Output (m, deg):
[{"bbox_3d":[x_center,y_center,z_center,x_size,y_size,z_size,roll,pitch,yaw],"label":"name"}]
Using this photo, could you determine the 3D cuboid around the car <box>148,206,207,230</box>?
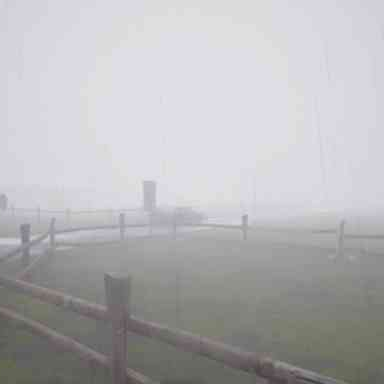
[{"bbox_3d":[-0.859,1.735,23.019,1.882,1.535,5.008,-1,-1,35],"label":"car"}]

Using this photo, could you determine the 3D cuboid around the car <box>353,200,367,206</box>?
[{"bbox_3d":[42.512,2.801,84.991,2.128,1.511,4.902,-1,-1,35],"label":"car"}]
